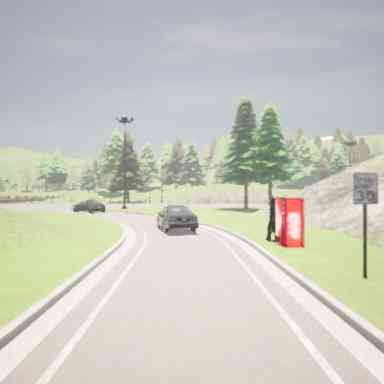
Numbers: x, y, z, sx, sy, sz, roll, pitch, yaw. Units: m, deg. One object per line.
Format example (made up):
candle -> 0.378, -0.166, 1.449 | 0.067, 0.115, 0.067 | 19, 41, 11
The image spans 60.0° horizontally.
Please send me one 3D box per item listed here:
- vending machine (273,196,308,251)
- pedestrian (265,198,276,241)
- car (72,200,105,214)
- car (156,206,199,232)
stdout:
vending machine -> 3.853, 1.204, 13.105 | 1.100, 2.100, 0.880 | 0, 0, -2
pedestrian -> 3.436, 1.152, 14.071 | 0.375, 1.860, 0.375 | 0, 0, -3
car -> -11.515, 1.588, 37.000 | 4.181, 1.385, 1.994 | 0, 0, 40
car -> -1.012, 1.546, 20.321 | 2.033, 1.411, 5.357 | 0, 0, -13
